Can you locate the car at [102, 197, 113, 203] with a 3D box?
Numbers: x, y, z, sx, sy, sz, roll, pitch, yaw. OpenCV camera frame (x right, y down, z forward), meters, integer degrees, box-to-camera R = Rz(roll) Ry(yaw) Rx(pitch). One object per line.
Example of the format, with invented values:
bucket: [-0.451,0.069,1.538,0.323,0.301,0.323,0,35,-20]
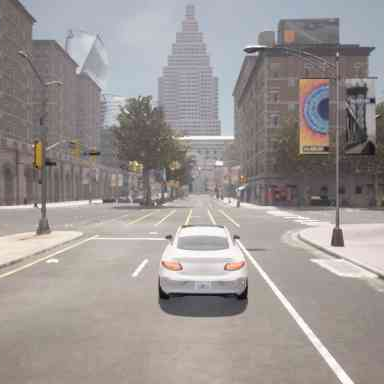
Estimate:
car: [-16.705,1.595,67.376,1.895,1.301,4.718,0,0,1]

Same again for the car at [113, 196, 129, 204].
car: [-13.520,1.564,65.799,1.994,1.385,4.181,0,0,2]

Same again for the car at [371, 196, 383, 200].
car: [36.007,1.481,67.556,2.231,1.521,4.892,0,0,1]

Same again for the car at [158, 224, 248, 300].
car: [0.266,1.526,8.303,1.812,1.442,4.674,0,0,2]

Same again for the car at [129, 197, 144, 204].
car: [-10.103,1.565,63.235,1.994,1.385,4.181,0,0,2]
